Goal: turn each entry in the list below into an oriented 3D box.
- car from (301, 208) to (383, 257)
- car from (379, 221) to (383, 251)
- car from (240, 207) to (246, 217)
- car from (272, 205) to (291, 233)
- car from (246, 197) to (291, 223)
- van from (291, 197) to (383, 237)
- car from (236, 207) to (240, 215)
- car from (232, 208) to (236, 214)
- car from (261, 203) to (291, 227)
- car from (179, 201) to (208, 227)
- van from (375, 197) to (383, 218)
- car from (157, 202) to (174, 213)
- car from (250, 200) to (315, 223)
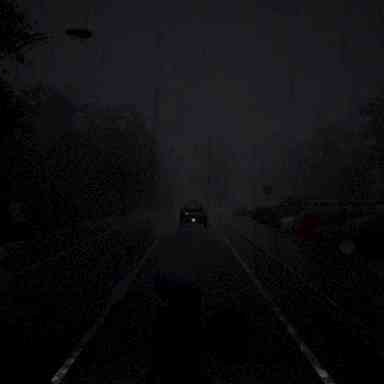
[{"bbox_3d":[7.077,1.526,12.605,5.008,1.535,2.097,0,0,0],"label":"car"},{"bbox_3d":[7.039,1.518,7.054,4.792,1.488,2.163,0,0,0],"label":"car"},{"bbox_3d":[7.088,1.651,29.258,5.008,1.535,2.097,0,-1,0],"label":"car"},{"bbox_3d":[7.078,1.605,18.158,4.674,1.452,2.002,0,0,0],"label":"car"},{"bbox_3d":[7.050,1.352,23.712,5.566,2.045,2.435,0,0,0],"label":"car"},{"bbox_3d":[7.190,1.320,15.383,4.442,1.987,1.878,0,0,0],"label":"van"},{"bbox_3d":[7.088,1.687,32.030,4.892,1.521,2.231,0,-1,0],"label":"car"},{"bbox_3d":[6.899,1.726,34.799,5.366,1.575,1.946,0,-1,0],"label":"car"},{"bbox_3d":[7.106,1.613,20.933,4.792,1.488,2.163,0,0,0],"label":"car"},{"bbox_3d":[0.098,1.618,23.884,2.128,1.511,4.902,0,-1,0],"label":"car"},{"bbox_3d":[20.280,1.458,31.923,4.442,1.987,1.878,0,-1,0],"label":"van"},{"bbox_3d":[-3.338,1.990,42.272,1.994,1.385,4.181,0,-1,0],"label":"car"},{"bbox_3d":[7.111,1.499,26.482,4.553,1.767,2.185,0,0,0],"label":"car"}]
